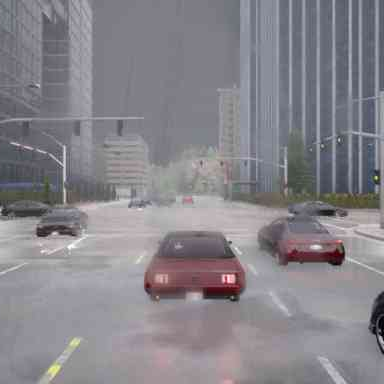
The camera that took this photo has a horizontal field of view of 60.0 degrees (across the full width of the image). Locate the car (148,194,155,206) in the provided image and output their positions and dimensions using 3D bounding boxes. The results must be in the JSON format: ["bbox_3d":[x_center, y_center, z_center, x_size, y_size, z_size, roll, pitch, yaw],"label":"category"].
[{"bbox_3d":[-7.901,1.504,56.675,1.837,1.490,4.892,0,0,-1],"label":"car"}]

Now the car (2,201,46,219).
[{"bbox_3d":[-13.336,1.506,28.127,4.892,1.490,1.837,0,0,0],"label":"car"}]

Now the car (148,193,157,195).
[{"bbox_3d":[-7.990,1.221,67.081,2.150,2.045,5.566,0,0,-1],"label":"car"}]

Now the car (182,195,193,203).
[{"bbox_3d":[-0.865,1.351,66.484,2.097,1.767,4.553,0,0,-1],"label":"car"}]

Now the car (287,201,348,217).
[{"bbox_3d":[10.642,1.491,28.316,4.902,1.511,2.128,0,0,0],"label":"car"}]

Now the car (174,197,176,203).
[{"bbox_3d":[-4.454,1.504,61.363,1.837,1.490,4.892,0,0,-1],"label":"car"}]

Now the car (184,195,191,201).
[{"bbox_3d":[-1.274,1.524,88.162,1.812,1.442,4.674,0,0,-1],"label":"car"}]

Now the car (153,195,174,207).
[{"bbox_3d":[-4.341,1.547,51.521,2.033,1.411,5.357,0,0,-1],"label":"car"}]

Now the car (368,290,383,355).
[{"bbox_3d":[3.608,1.564,3.191,1.994,1.385,4.181,0,0,-1],"label":"car"}]

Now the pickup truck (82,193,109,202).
[{"bbox_3d":[-21.184,1.058,73.296,2.390,2.098,6.274,0,0,30],"label":"pickup truck"}]

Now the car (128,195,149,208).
[{"bbox_3d":[-7.785,1.525,47.421,1.812,1.442,4.674,0,0,1],"label":"car"}]

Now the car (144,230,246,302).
[{"bbox_3d":[0.072,1.601,8.244,1.895,1.301,4.718,0,0,0],"label":"car"}]

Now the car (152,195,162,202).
[{"bbox_3d":[-8.123,1.464,77.548,1.882,1.535,5.008,0,0,-1],"label":"car"}]

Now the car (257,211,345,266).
[{"bbox_3d":[3.579,1.564,11.602,1.994,1.385,4.181,0,0,0],"label":"car"}]

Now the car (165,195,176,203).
[{"bbox_3d":[-4.540,1.524,71.803,2.128,1.511,4.902,0,0,-1],"label":"car"}]

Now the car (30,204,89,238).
[{"bbox_3d":[-6.812,1.547,18.156,2.033,1.411,5.357,0,0,-9],"label":"car"}]
